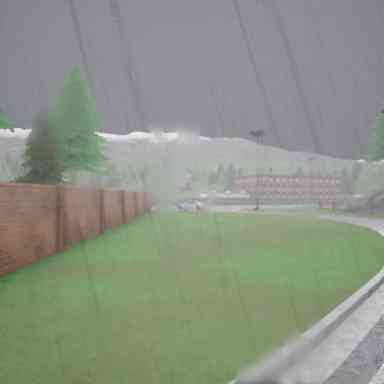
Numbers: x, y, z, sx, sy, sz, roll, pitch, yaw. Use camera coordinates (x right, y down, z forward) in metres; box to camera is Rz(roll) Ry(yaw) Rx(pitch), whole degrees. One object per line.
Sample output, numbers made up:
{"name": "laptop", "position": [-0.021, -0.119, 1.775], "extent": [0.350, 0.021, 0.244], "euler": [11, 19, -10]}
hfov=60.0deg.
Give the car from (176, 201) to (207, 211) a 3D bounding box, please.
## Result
{"name": "car", "position": [-0.098, 2.056, 48.903], "extent": [4.674, 1.442, 1.812], "euler": [0, -1, 17]}
